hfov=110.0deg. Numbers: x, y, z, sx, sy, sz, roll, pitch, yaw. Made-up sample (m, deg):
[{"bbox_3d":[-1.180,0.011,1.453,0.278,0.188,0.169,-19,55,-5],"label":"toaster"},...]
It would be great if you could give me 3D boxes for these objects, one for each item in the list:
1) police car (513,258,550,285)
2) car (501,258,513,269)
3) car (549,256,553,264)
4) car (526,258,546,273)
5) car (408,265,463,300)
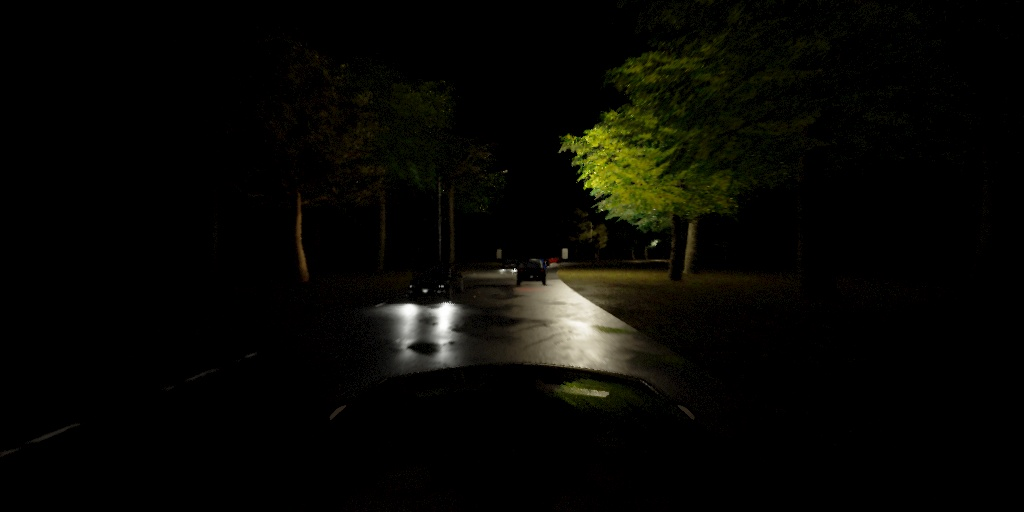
[{"bbox_3d":[1.325,1.046,24.495,1.930,1.638,5.238,0,0,3],"label":"police car"},{"bbox_3d":[-0.302,1.070,51.218,1.882,1.535,5.008,-1,1,10],"label":"car"},{"bbox_3d":[5.256,1.060,60.277,1.837,1.490,4.892,0,-1,13],"label":"car"},{"bbox_3d":[2.767,1.063,40.118,1.882,1.535,5.008,0,0,7],"label":"car"},{"bbox_3d":[-3.536,1.194,17.272,1.837,1.490,4.892,-1,0,1],"label":"car"}]
